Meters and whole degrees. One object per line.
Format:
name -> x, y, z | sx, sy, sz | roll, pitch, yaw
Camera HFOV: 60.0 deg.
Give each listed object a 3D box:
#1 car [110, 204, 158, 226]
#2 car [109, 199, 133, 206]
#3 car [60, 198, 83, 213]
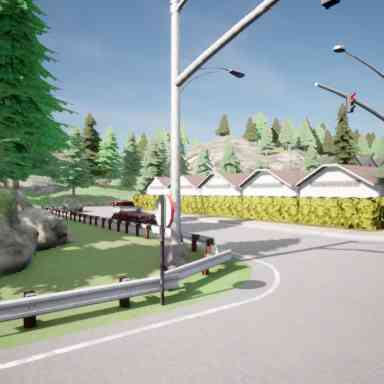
car -> -4.141, 1.791, 24.528 | 1.895, 1.301, 4.718 | 0, 0, -35
car -> -11.010, 1.775, 53.305 | 1.895, 1.301, 4.718 | 0, 0, 33
car -> -14.506, 1.538, 40.003 | 2.097, 1.767, 4.553 | 0, 0, -27
